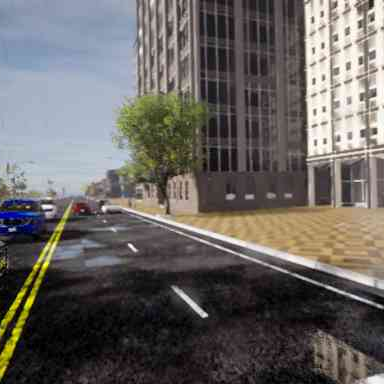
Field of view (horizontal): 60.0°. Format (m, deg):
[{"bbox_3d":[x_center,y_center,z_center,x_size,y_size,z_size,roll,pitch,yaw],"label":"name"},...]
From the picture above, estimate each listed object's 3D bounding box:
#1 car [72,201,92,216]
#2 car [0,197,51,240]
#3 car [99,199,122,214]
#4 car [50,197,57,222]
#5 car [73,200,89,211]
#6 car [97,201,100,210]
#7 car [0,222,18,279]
[{"bbox_3d":[-12.188,1.795,36.908,1.812,1.442,4.674,-1,0,-19],"label":"car"},{"bbox_3d":[-9.229,1.425,18.061,2.150,2.045,5.566,-1,0,-19],"label":"car"},{"bbox_3d":[-9.182,1.805,38.079,1.895,1.301,4.718,-1,0,-19],"label":"car"},{"bbox_3d":[-12.949,1.506,28.822,2.150,2.045,5.566,-1,0,-19],"label":"car"},{"bbox_3d":[-15.802,1.912,47.283,1.994,1.385,4.181,-1,0,-19],"label":"car"},{"bbox_3d":[-12.740,1.807,48.355,1.812,1.442,4.674,-1,0,-19],"label":"car"},{"bbox_3d":[-5.703,1.690,7.920,1.994,1.385,4.181,-1,0,-19],"label":"car"}]
